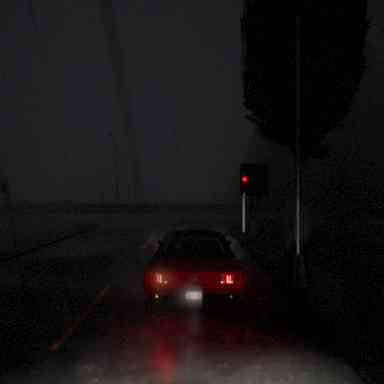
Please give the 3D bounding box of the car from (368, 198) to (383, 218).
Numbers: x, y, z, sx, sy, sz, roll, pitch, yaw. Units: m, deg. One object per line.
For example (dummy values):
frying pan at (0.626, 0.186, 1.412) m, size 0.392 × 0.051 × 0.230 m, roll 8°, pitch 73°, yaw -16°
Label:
car at (17.839, 1.343, 28.750) m, size 4.553 × 1.767 × 2.097 m, roll 0°, pitch 0°, yaw 1°

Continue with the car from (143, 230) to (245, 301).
car at (0.064, 1.598, 8.276) m, size 1.895 × 1.301 × 4.718 m, roll 0°, pitch 0°, yaw 1°
